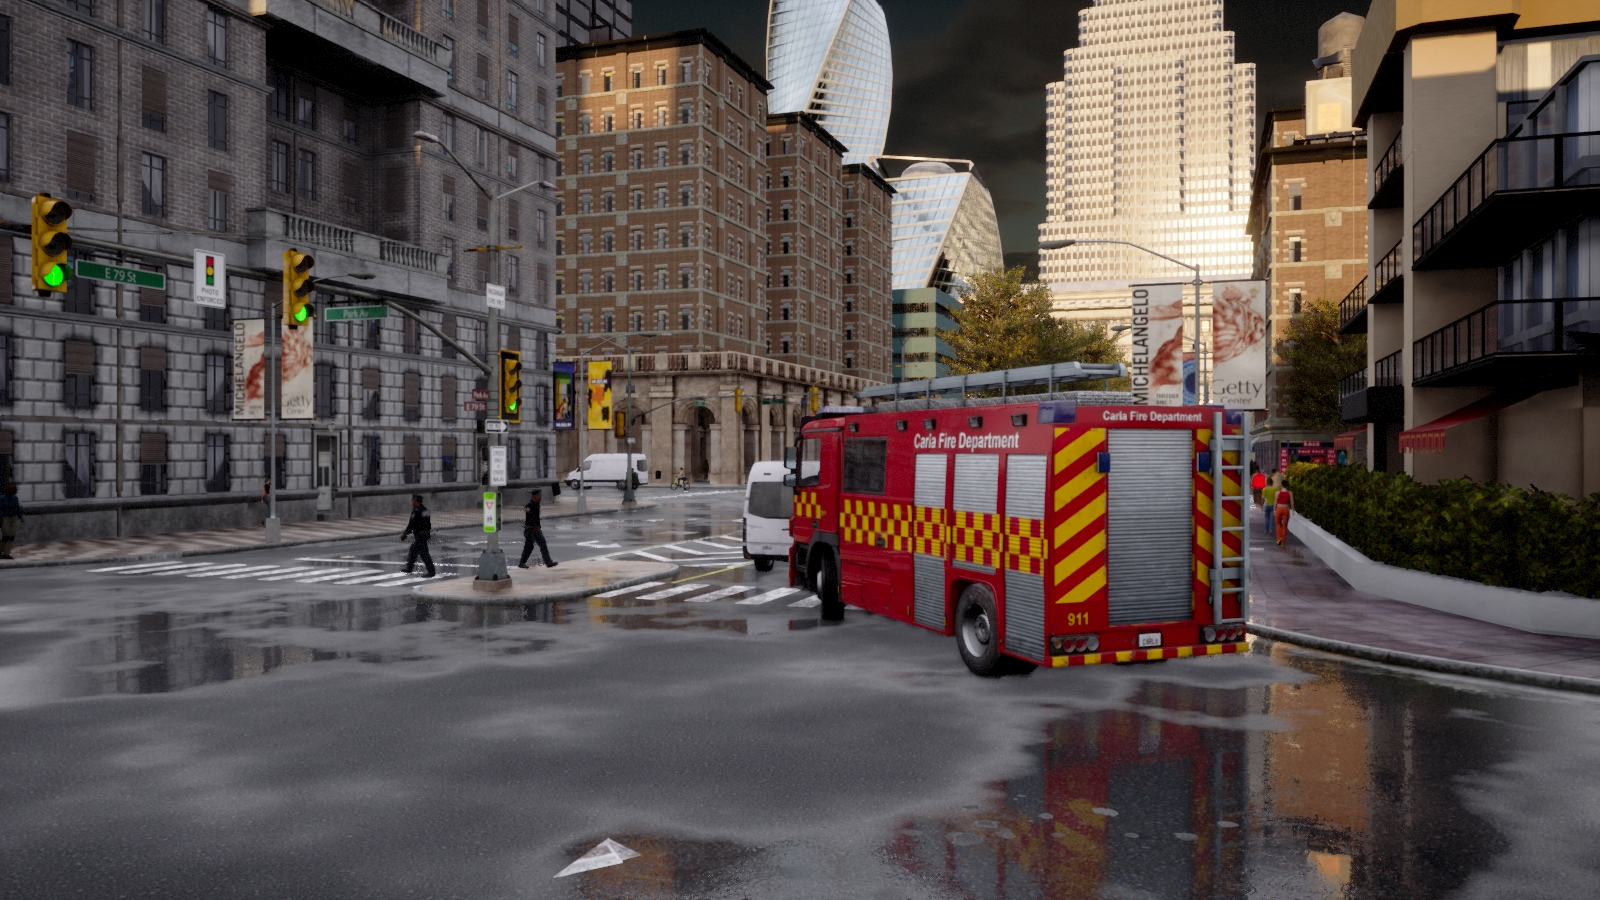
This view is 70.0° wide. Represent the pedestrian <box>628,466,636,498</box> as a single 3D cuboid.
[{"bbox_3d":[-9.802,1.849,66.674,0.375,1.860,0.375,0,0,21],"label":"pedestrian"}]

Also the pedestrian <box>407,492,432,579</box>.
[{"bbox_3d":[-8.264,1.849,24.845,0.375,1.860,0.375,0,0,13],"label":"pedestrian"}]

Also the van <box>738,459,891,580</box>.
[{"bbox_3d":[0.526,1.535,27.879,1.988,2.561,5.915,0,0,19],"label":"van"}]

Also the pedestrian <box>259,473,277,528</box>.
[{"bbox_3d":[-17.976,1.697,38.617,0.375,1.860,0.375,0,0,20],"label":"pedestrian"}]

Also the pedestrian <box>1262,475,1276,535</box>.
[{"bbox_3d":[14.524,1.696,35.401,0.375,1.860,0.375,0,0,16],"label":"pedestrian"}]

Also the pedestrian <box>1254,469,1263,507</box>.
[{"bbox_3d":[22.386,1.849,55.805,0.375,1.860,0.375,0,0,18],"label":"pedestrian"}]

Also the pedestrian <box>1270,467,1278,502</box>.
[{"bbox_3d":[25.305,1.849,61.005,0.375,1.860,0.375,0,0,18],"label":"pedestrian"}]

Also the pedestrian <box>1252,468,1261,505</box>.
[{"bbox_3d":[23.204,1.849,58.072,0.375,1.860,0.375,0,0,18],"label":"pedestrian"}]

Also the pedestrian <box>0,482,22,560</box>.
[{"bbox_3d":[-19.010,1.697,27.438,0.375,1.860,0.375,0,0,14],"label":"pedestrian"}]

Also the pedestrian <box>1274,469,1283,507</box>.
[{"bbox_3d":[23.392,1.848,55.853,0.375,1.860,0.375,0,0,26],"label":"pedestrian"}]

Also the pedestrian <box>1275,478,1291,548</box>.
[{"bbox_3d":[13.018,1.698,30.795,0.375,1.860,0.375,0,0,21],"label":"pedestrian"}]

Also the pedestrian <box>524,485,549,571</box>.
[{"bbox_3d":[-5.801,1.704,25.147,0.375,1.860,0.375,0,0,23],"label":"pedestrian"}]

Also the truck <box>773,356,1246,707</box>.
[{"bbox_3d":[2.400,0.891,16.941,2.891,3.827,8.468,0,0,-21],"label":"truck"}]
